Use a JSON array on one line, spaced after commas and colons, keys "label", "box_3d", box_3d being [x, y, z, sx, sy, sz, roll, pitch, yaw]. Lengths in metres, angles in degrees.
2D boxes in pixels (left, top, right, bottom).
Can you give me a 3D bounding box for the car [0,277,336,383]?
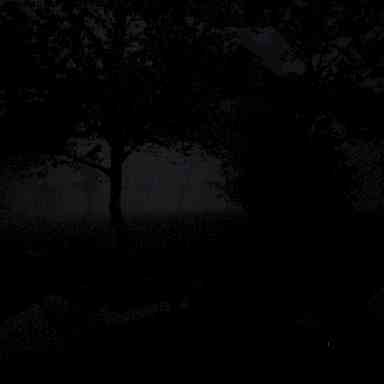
[{"label": "car", "box_3d": [-0.759, 1.525, 2.532, 4.674, 1.442, 1.812, 0, 0, -36]}]
